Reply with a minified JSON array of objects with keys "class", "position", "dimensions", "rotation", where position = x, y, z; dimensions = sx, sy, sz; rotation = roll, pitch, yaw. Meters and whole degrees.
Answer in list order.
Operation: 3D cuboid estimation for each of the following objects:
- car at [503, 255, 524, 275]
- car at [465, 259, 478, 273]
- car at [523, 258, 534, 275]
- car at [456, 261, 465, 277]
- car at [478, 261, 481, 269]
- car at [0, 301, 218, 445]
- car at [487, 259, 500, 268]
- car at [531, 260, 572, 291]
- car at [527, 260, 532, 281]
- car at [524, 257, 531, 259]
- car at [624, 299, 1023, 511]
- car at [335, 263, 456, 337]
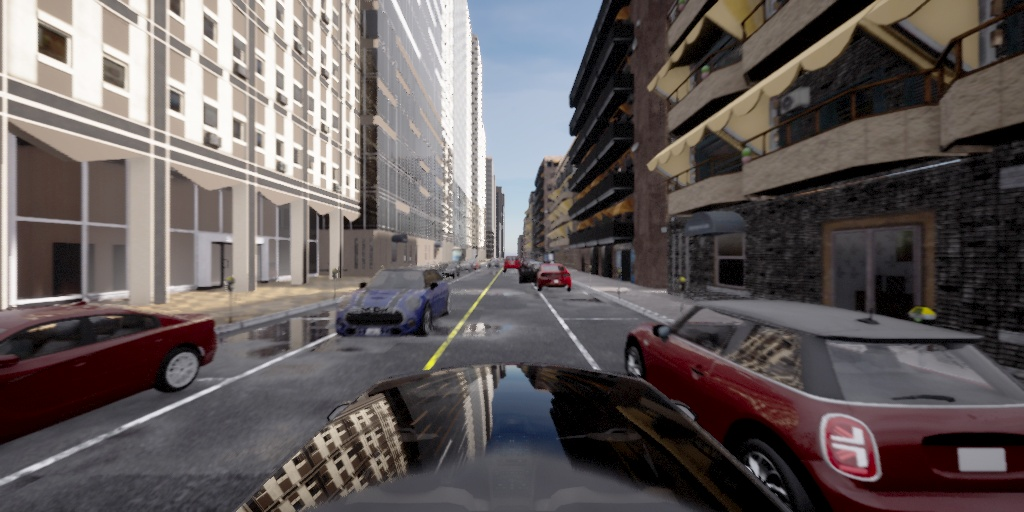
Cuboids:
[{"class":"car","position":[0.060,0.947,45.342],"dimensions":[2.150,2.045,5.566],"rotation":[0,0,1]},{"class":"car","position":[-5.682,1.275,43.535],"dimensions":[2.007,1.370,4.403],"rotation":[0,0,0]},{"class":"car","position":[2.699,1.274,43.534],"dimensions":[2.007,1.370,4.403],"rotation":[0,0,0]},{"class":"car","position":[-5.684,1.294,32.238],"dimensions":[1.948,1.339,4.313],"rotation":[0,0,0]},{"class":"car","position":[-5.681,1.163,49.184],"dimensions":[1.967,1.591,4.097],"rotation":[0,0,0]},{"class":"car","position":[-5.690,1.294,3.996],"dimensions":[1.888,1.381,4.507],"rotation":[0,0,0]},{"class":"car","position":[-2.999,1.214,59.219],"dimensions":[2.128,1.511,4.902],"rotation":[0,0,0]},{"class":"car","position":[2.365,1.212,21.650],"dimensions":[1.882,1.535,5.008],"rotation":[0,0,0]},{"class":"car","position":[2.697,1.294,32.237],"dimensions":[1.948,1.339,4.313],"rotation":[0,0,0]},{"class":"car","position":[2.701,1.161,54.830],"dimensions":[1.967,1.591,4.097],"rotation":[0,0,0]},{"class":"car","position":[2.691,1.188,3.994],"dimensions":[1.967,1.591,4.097],"rotation":[0,0,0]},{"class":"car","position":[-3.099,1.095,10.247],"dimensions":[2.097,1.767,4.553],"rotation":[0,0,0]}]
